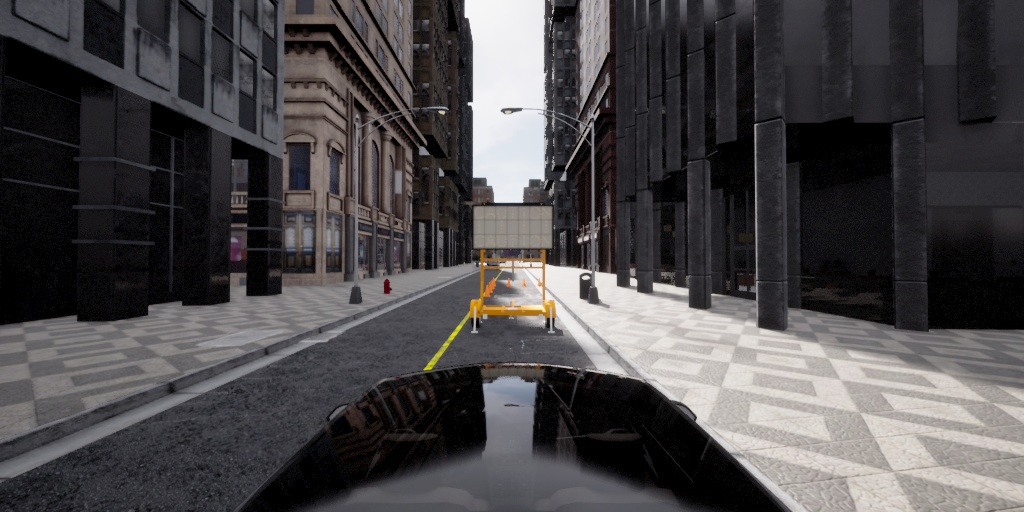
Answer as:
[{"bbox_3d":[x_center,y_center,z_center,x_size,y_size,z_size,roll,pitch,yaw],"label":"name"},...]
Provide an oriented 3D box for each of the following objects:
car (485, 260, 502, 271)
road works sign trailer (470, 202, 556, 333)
[{"bbox_3d":[-2.839,1.408,51.385,1.895,1.301,4.718,0,0,0],"label":"car"},{"bbox_3d":[0.029,0.217,10.712,2.380,3.560,2.880,0,0,0],"label":"road works sign trailer"}]
